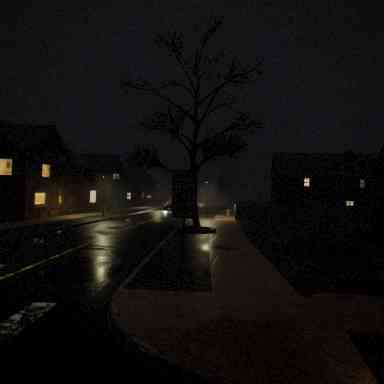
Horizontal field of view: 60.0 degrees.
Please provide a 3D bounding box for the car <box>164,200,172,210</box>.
[{"bbox_3d":[-2.677,1.920,47.832,2.033,1.411,5.357,2,0,8],"label":"car"}]
